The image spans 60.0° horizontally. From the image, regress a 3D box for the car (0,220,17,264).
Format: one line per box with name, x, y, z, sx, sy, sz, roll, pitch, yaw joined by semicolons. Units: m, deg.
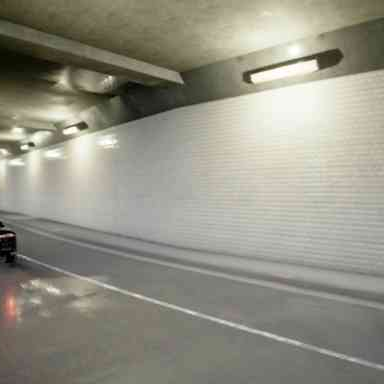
car;-7.154;1.413;10.519;4.902;1.511;2.128;1;0;44
